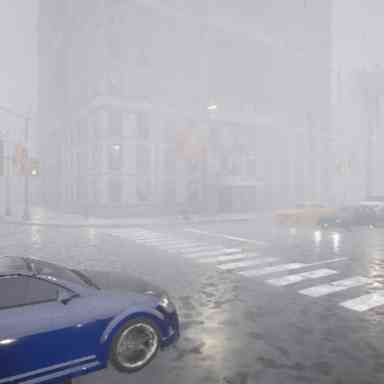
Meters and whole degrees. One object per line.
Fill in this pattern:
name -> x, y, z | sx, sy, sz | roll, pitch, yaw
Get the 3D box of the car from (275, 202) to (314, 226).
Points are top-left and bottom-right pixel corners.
car -> 8.149, 1.483, 23.863 | 5.008, 1.535, 1.882 | 0, 0, -33

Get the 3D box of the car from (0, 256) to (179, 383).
car -> -2.265, 1.564, 4.270 | 4.181, 1.385, 1.994 | 0, 0, -33

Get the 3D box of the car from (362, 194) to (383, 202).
car -> 16.661, 1.228, 29.443 | 5.566, 2.045, 2.150 | 0, 0, -33

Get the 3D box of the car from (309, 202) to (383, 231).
car -> 10.060, 1.552, 20.935 | 5.357, 1.411, 2.033 | 0, 0, -34
